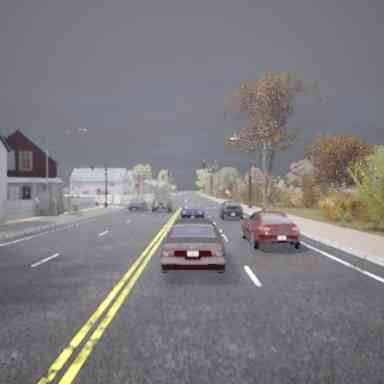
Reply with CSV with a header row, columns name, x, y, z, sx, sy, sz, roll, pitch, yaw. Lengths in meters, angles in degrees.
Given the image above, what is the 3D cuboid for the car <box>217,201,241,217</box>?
name,x,y,z,sx,sy,sz,roll,pitch,yaw
car,3.324,1.546,29.126,1.837,1.490,4.892,0,0,0

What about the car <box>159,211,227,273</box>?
name,x,y,z,sx,sy,sz,roll,pitch,yaw
car,0.044,1.565,10.684,2.033,1.411,5.357,0,0,1

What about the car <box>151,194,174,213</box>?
name,x,y,z,sx,sy,sz,roll,pitch,yaw
car,-3.305,1.273,37.994,2.150,2.045,5.566,0,0,0

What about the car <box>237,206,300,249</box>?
name,x,y,z,sx,sy,sz,roll,pitch,yaw
car,3.324,1.550,14.602,1.812,1.442,4.674,0,-1,0

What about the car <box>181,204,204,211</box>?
name,x,y,z,sx,sy,sz,roll,pitch,yaw
car,0.067,1.641,27.967,1.895,1.301,4.718,0,0,0

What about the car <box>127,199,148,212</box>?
name,x,y,z,sx,sy,sz,roll,pitch,yaw
car,-6.538,1.598,40.496,2.033,1.411,5.357,0,0,1
